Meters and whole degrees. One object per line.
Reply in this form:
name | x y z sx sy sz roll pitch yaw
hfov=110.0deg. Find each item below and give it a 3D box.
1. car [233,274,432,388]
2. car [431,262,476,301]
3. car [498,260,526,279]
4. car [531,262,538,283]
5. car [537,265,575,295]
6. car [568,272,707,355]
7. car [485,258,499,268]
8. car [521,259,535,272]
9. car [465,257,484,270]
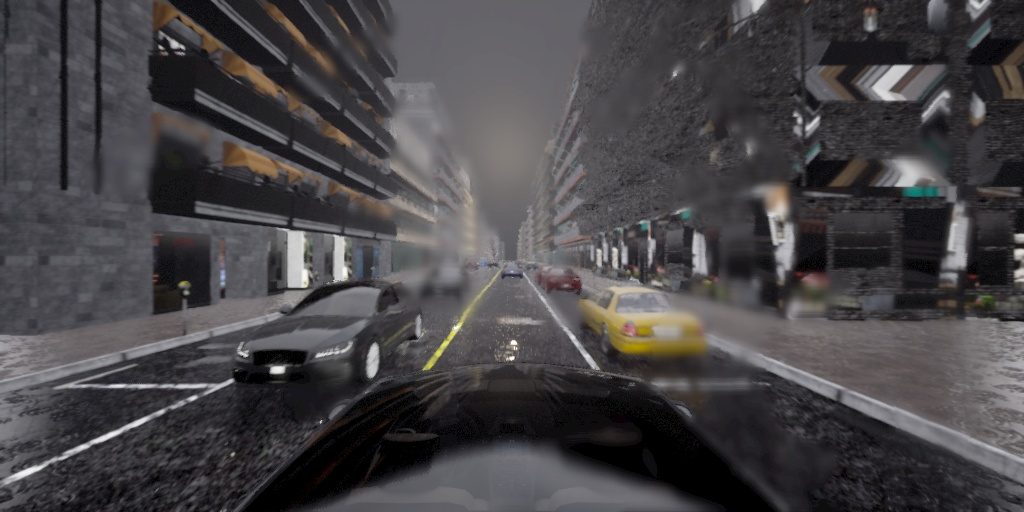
car | -3.112 1.265 7.168 1.837 1.490 4.892 0 0 0
car | -3.134 1.247 17.830 1.882 1.535 5.008 0 0 0
car | 0.009 1.349 33.501 1.994 1.385 4.181 0 0 0
car | 2.622 1.311 25.305 1.888 1.381 4.507 0 0 0
car | 2.640 1.302 19.643 1.888 1.381 4.507 0 0 0
car | 2.676 1.271 8.492 1.751 1.417 4.829 0 0 0
car | -3.218 1.443 63.211 1.895 1.301 4.718 0 0 0
car | 2.550 1.352 47.955 2.007 1.370 4.403 0 0 0
car | -5.849 1.146 53.611 2.192 1.841 5.009 0 0 0
